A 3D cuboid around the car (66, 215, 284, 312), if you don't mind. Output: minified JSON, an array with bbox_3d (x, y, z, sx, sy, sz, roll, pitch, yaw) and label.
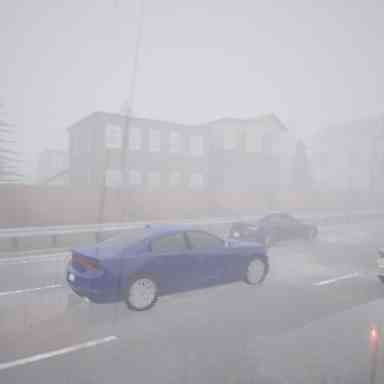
[{"bbox_3d":[-0.294,1.501,7.834,5.008,1.535,1.882,0,0,-35],"label":"car"}]

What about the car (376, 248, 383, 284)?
[{"bbox_3d":[6.390,1.580,8.323,4.674,1.442,1.812,0,0,-36],"label":"car"}]

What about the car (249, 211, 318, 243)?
[{"bbox_3d":[3.711,1.589,15.009,4.674,1.442,1.812,0,0,-36],"label":"car"}]
